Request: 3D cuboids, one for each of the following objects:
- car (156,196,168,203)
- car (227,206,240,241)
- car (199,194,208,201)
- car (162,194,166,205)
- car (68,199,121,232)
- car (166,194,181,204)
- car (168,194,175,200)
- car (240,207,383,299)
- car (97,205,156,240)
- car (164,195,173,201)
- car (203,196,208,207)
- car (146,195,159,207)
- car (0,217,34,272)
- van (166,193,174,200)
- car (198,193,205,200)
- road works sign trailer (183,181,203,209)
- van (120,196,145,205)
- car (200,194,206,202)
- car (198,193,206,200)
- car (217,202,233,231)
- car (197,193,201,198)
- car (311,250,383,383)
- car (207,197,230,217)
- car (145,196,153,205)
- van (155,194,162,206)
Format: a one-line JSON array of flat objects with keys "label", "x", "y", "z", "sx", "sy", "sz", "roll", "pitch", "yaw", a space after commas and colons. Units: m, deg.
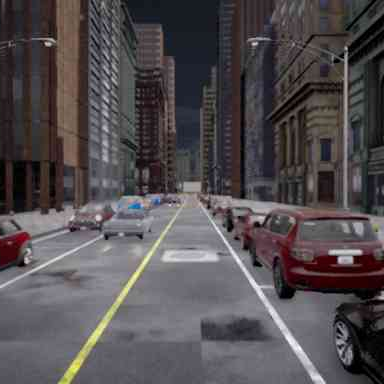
[{"label": "car", "x": -5.748, "y": 1.454, "z": 64.725, "sx": 1.947, "sy": 1.339, "sz": 4.313, "roll": 0, "pitch": 0, "yaw": 0}, {"label": "car", "x": 2.764, "y": 1.518, "z": 14.002, "sx": 1.887, "sy": 1.381, "sz": 4.507, "roll": 0, "pitch": 0, "yaw": 0}, {"label": "car", "x": 2.781, "y": 1.307, "z": 81.637, "sx": 1.967, "sy": 1.590, "sz": 4.097, "roll": 0, "pitch": 0, "yaw": 0}, {"label": "car", "x": -5.751, "y": 1.345, "z": 53.451, "sx": 1.967, "sy": 1.590, "sz": 4.097, "roll": 0, "pitch": 0, "yaw": 0}, {"label": "car", "x": -5.760, "y": 1.402, "z": 19.632, "sx": 1.967, "sy": 1.590, "sz": 4.097, "roll": 0, "pitch": 0, "yaw": 0}, {"label": "car", "x": -3.037, "y": 1.461, "z": 58.476, "sx": 1.994, "sy": 1.385, "sz": 4.181, "roll": 0, "pitch": 0, "yaw": 0}, {"label": "car", "x": -5.741, "y": 1.382, "z": 92.738, "sx": 1.752, "sy": 1.417, "sz": 4.829, "roll": 0, "pitch": 0, "yaw": 0}, {"label": "car", "x": 2.762, "y": 1.299, "z": 8.365, "sx": 2.192, "sy": 1.841, "sz": 5.009, "roll": 0, "pitch": 0, "yaw": 0}, {"label": "car", "x": -3.096, "y": 1.568, "z": 16.857, "sx": 1.895, "sy": 1.301, "sz": 4.718, "roll": 0, "pitch": 0, "yaw": 0}, {"label": "car", "x": -5.743, "y": 1.448, "z": 81.635, "sx": 1.802, "sy": 1.307, "sz": 4.206, "roll": 0, "pitch": 0, "yaw": 0}, {"label": "car", "x": 2.771, "y": 1.488, "z": 42.183, "sx": 1.947, "sy": 1.339, "sz": 4.313, "roll": 0, "pitch": 0, "yaw": 0}, {"label": "car", "x": -5.754, "y": 1.472, "z": 42.178, "sx": 2.008, "sy": 1.369, "sz": 4.403, "roll": 0, "pitch": 0, "yaw": 0}, {"label": "car", "x": -5.763, "y": 1.423, "z": 8.358, "sx": 1.967, "sy": 1.590, "sz": 4.097, "roll": 0, "pitch": 0, "yaw": 0}, {"label": "van", "x": -5.743, "y": 1.202, "z": 87.271, "sx": 1.690, "sy": 1.788, "sz": 3.998, "roll": 0, "pitch": 0, "yaw": 0}, {"label": "car", "x": 2.779, "y": 1.462, "z": 70.365, "sx": 1.802, "sy": 1.307, "sz": 4.206, "roll": 0, "pitch": 0, "yaw": 0}, {"label": "road works sign trailer", "x": 0.011, "y": 0.385, "z": 42.790, "sx": 2.380, "sy": 3.560, "sz": 2.880, "roll": 0, "pitch": 0, "yaw": 0}, {"label": "van", "x": -5.757, "y": 1.281, "z": 30.905, "sx": 1.690, "sy": 1.788, "sz": 3.998, "roll": 0, "pitch": 0, "yaw": 0}, {"label": "car", "x": 2.776, "y": 1.479, "z": 59.092, "sx": 1.802, "sy": 1.307, "sz": 4.206, "roll": 0, "pitch": 0, "yaw": 0}, {"label": "car", "x": 2.783, "y": 1.172, "z": 92.909, "sx": 2.192, "sy": 1.841, "sz": 5.009, "roll": 0, "pitch": 0, "yaw": 0}, {"label": "car", "x": 2.766, "y": 1.528, "z": 19.638, "sx": 1.947, "sy": 1.339, "sz": 4.313, "roll": 0, "pitch": 0, "yaw": 0}, {"label": "car", "x": 2.780, "y": 1.455, "z": 76.002, "sx": 1.802, "sy": 1.307, "sz": 4.206, "roll": 0, "pitch": 0, "yaw": 0}, {"label": "car", "x": 2.761, "y": 1.561, "z": 2.729, "sx": 1.947, "sy": 1.339, "sz": 4.313, "roll": 0, "pitch": 0, "yaw": 0}, {"label": "car", "x": 2.768, "y": 1.381, "z": 30.910, "sx": 1.967, "sy": 1.590, "sz": 4.097, "roll": 0, "pitch": 0, "yaw": 0}, {"label": "car", "x": -5.755, "y": 1.456, "z": 36.372, "sx": 1.752, "sy": 1.417, "sz": 4.829, "roll": 0, "pitch": 0, "yaw": 0}, {"label": "van", "x": -5.753, "y": 1.254, "z": 47.814, "sx": 1.690, "sy": 1.788, "sz": 3.998, "roll": 0, "pitch": 0, "yaw": 0}]
